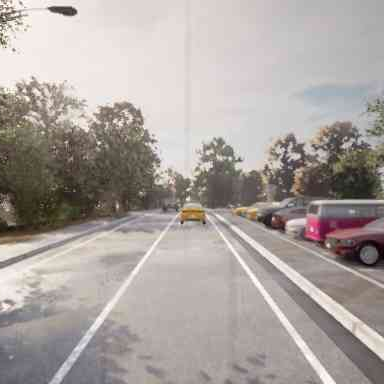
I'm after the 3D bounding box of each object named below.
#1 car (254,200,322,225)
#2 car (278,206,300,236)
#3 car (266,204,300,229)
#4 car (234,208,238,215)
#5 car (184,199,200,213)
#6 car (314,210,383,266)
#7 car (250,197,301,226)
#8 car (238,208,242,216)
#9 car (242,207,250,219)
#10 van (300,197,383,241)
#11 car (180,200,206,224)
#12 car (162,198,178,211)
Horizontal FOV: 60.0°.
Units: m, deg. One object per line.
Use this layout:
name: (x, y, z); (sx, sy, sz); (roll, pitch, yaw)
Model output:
car: (7.114, 1.501, 25.052); (4.553, 1.767, 2.185); (0, 0, 0)
car: (7.080, 1.606, 16.727); (4.674, 1.452, 2.002); (0, 0, 0)
car: (7.109, 1.615, 19.503); (4.792, 1.488, 2.163); (0, 0, 0)
car: (6.903, 1.728, 33.368); (5.366, 1.575, 1.946); (0, -1, 0)
car: (0.029, 1.924, 46.274); (2.097, 1.767, 4.553); (0, -2, 0)
car: (7.079, 1.527, 11.175); (5.008, 1.535, 2.097); (0, 0, 0)
car: (7.053, 1.353, 22.281); (5.566, 2.045, 2.435); (0, 0, 0)
car: (7.092, 1.689, 30.600); (4.892, 1.521, 2.231); (0, -1, 0)
car: (7.091, 1.653, 27.828); (5.008, 1.535, 2.097); (0, -1, 0)
van: (7.192, 1.320, 13.953); (4.442, 1.987, 1.878); (0, 0, 0)
car: (0.083, 1.651, 26.735); (1.882, 1.535, 5.008); (0, -1, 0)
car: (-3.321, 1.959, 51.764); (2.150, 2.045, 5.566); (0, -2, 0)
